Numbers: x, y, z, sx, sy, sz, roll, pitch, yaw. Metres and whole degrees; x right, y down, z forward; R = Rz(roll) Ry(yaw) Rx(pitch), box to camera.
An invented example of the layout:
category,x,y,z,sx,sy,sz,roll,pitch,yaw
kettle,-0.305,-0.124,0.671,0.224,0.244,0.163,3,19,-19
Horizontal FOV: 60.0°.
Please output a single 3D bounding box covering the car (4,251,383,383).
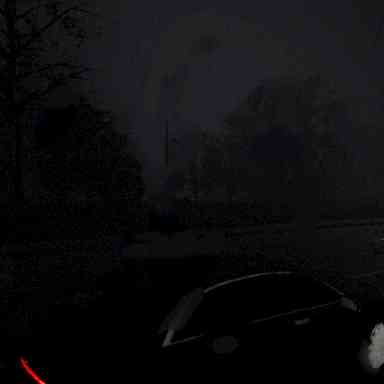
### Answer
category,x,y,z,sx,sy,sz,roll,pitch,yaw
car,0.564,1.496,3.980,4.892,1.490,1.837,0,0,-34
